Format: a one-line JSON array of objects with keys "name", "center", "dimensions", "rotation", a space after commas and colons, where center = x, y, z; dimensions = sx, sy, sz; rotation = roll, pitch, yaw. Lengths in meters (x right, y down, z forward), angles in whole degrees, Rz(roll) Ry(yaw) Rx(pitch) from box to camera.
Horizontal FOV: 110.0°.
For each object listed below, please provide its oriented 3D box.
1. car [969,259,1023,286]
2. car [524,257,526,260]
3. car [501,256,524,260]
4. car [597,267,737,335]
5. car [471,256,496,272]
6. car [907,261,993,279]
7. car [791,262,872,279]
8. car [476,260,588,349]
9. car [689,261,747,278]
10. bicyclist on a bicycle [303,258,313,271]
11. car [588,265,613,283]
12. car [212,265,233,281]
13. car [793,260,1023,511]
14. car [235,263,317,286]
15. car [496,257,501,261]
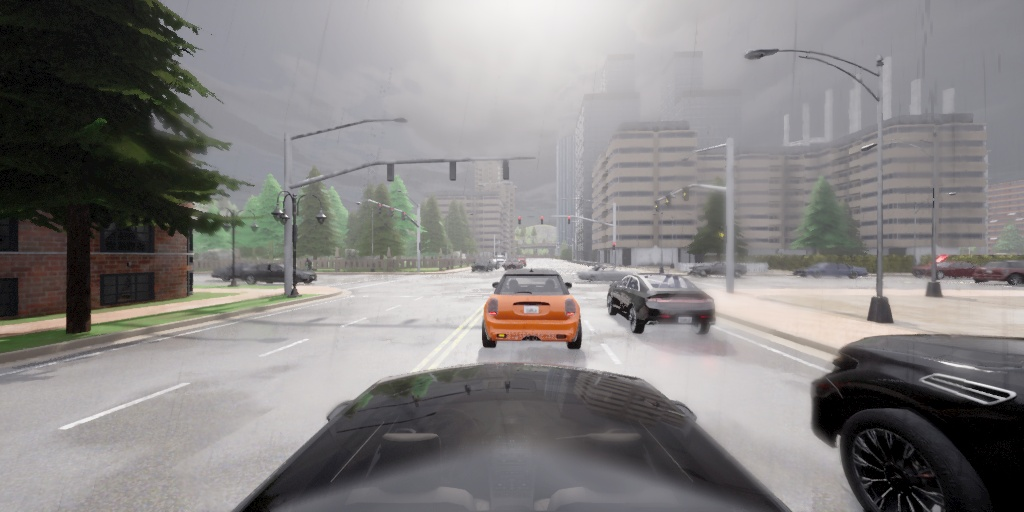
[{"name": "car", "center": [35.374, 1.102, 24.836], "dimensions": [4.553, 1.767, 2.097], "rotation": [0, 0, 4]}, {"name": "car", "center": [0.779, 1.314, 58.634], "dimensions": [1.994, 1.385, 4.181], "rotation": [0, 0, 5]}, {"name": "car", "center": [0.134, 1.102, 50.038], "dimensions": [2.097, 1.767, 4.553], "rotation": [0, 0, 4]}, {"name": "car", "center": [4.092, 1.241, 10.578], "dimensions": [2.128, 1.511, 4.902], "rotation": [0, 0, 4]}, {"name": "car", "center": [-3.761, 1.102, 45.866], "dimensions": [2.097, 1.767, 4.553], "rotation": [0, 0, 6]}, {"name": "car", "center": [38.752, 1.228, 31.805], "dimensions": [5.008, 1.535, 1.882], "rotation": [0, 0, 4]}, {"name": "car", "center": [28.849, 1.297, 32.526], "dimensions": [5.357, 1.411, 2.033], "rotation": [0, 0, 4]}, {"name": "car", "center": [0.517, 1.102, 9.350], "dimensions": [2.097, 1.767, 4.553], "rotation": [0, 0, 3]}, {"name": "car", "center": [19.001, 1.241, 33.236], "dimensions": [4.902, 1.511, 2.128], "rotation": [0, 0, 4]}, {"name": "bicyclist on a bicycle", "center": [-22.760, 1.051, 40.035], "dimensions": [0.582, 1.620, 1.656], "rotation": [0, 0, 4]}, {"name": "car", "center": [7.300, 1.351, 26.857], "dimensions": [4.718, 1.301, 1.895], "rotation": [0, 0, 4]}, {"name": "car", "center": [-21.074, 1.297, 28.907], "dimensions": [5.357, 1.411, 2.033], "rotation": [0, 0, 4]}, {"name": "car", "center": [3.708, 0.971, 0.741], "dimensions": [2.150, 2.045, 5.566], "rotation": [0, 0, 0]}, {"name": "car", "center": [-16.201, 1.255, 25.044], "dimensions": [4.892, 1.490, 1.837], "rotation": [0, 0, 4]}, {"name": "car", "center": [-3.026, 1.241, 54.785], "dimensions": [2.128, 1.511, 4.902], "rotation": [0, 0, 4]}]
